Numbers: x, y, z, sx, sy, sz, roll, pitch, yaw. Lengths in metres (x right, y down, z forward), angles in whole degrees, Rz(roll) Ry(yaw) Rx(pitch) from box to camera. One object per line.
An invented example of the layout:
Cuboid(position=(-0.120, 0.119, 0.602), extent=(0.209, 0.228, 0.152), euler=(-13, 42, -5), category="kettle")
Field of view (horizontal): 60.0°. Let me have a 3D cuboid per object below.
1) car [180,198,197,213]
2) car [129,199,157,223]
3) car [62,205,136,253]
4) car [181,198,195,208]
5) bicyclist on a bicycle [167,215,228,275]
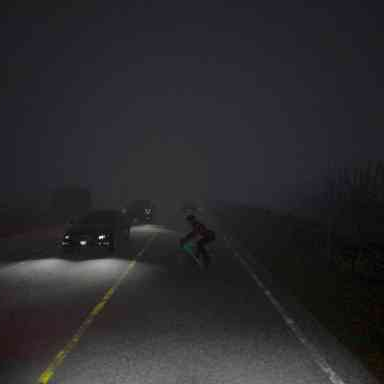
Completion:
Cuboid(position=(-0.365, 1.593, 37.045), extent=(1.895, 1.301, 4.718), euler=(0, 0, 0), category="car")
Cuboid(position=(-3.873, 1.346, 24.956), extent=(2.097, 1.767, 4.553), euler=(0, 0, -1), category="car")
Cuboid(position=(-3.750, 1.504, 13.783), extent=(1.837, 1.490, 4.892), euler=(0, 0, -1), category="car")
Cuboid(position=(-0.530, 1.553, 49.519), extent=(1.994, 1.385, 4.181), euler=(0, 0, 0), category="car")
Cuboid(position=(0.145, 1.452, 8.997), extent=(1.656, 1.620, 0.582), euler=(-1, 0, -1), category="bicyclist on a bicycle")
